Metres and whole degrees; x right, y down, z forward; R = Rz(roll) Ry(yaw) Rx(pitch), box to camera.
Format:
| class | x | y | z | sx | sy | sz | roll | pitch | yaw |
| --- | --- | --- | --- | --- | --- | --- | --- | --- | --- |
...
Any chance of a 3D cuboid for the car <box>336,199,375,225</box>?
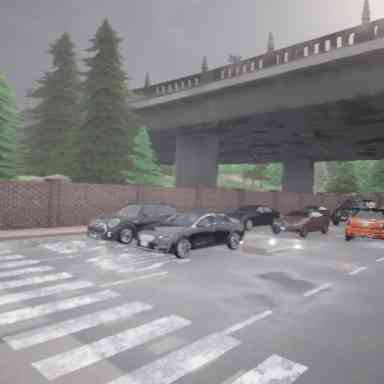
| class | x | y | z | sx | sy | sz | roll | pitch | yaw |
| --- | --- | --- | --- | --- | --- | --- | --- | --- | --- |
| car | 13.084 | 1.629 | 26.474 | 2.150 | 2.045 | 5.566 | 2 | 0 | 43 |

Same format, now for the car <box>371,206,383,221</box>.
| class | x | y | z | sx | sy | sz | roll | pitch | yaw |
| --- | --- | --- | --- | --- | --- | --- | --- | --- | --- |
| car | 20.324 | 2.190 | 34.079 | 2.033 | 1.411 | 5.357 | 2 | 0 | 44 |

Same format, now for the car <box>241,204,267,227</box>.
| class | x | y | z | sx | sy | sz | roll | pitch | yaw |
| --- | --- | --- | --- | --- | --- | --- | --- | --- | --- |
| car | 3.908 | 1.577 | 21.840 | 1.882 | 1.535 | 5.008 | 2 | 0 | 43 |

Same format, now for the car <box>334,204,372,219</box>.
| class | x | y | z | sx | sy | sz | roll | pitch | yaw |
| --- | --- | --- | --- | --- | --- | --- | --- | --- | --- |
| car | 17.692 | 2.095 | 36.392 | 2.033 | 1.411 | 5.357 | 2 | 0 | 44 |

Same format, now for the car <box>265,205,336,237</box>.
| class | x | y | z | sx | sy | sz | roll | pitch | yaw |
| --- | --- | --- | --- | --- | --- | --- | --- | --- | --- |
| car | 6.461 | 1.718 | 19.449 | 1.812 | 1.442 | 4.674 | 2 | 0 | 43 |

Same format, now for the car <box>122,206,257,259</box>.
| class | x | y | z | sx | sy | sz | roll | pitch | yaw |
| --- | --- | --- | --- | --- | --- | --- | --- | --- | --- |
| car | 0.117 | 1.478 | 12.699 | 2.128 | 1.511 | 4.902 | 2 | 0 | 43 |

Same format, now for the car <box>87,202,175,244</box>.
| class | x | y | z | sx | sy | sz | roll | pitch | yaw |
| --- | --- | --- | --- | --- | --- | --- | --- | --- | --- |
| car | -2.402 | 1.247 | 15.121 | 2.097 | 1.767 | 4.553 | 2 | 0 | 43 |

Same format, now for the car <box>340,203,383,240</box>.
| class | x | y | z | sx | sy | sz | roll | pitch | yaw |
| --- | --- | --- | --- | --- | --- | --- | --- | --- | --- |
| car | 9.918 | 1.667 | 17.722 | 2.097 | 1.767 | 4.553 | 2 | 0 | 43 |
